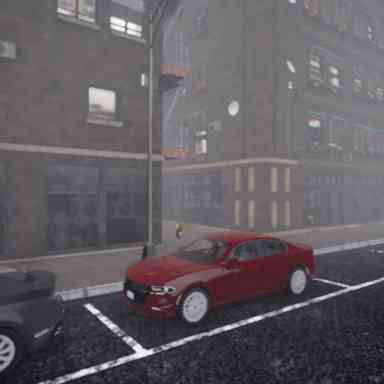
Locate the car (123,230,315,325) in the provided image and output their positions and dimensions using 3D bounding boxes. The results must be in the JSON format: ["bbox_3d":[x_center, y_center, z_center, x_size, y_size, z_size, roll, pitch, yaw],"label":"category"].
[{"bbox_3d":[0.763,1.552,7.102,4.507,1.381,1.887,0,0,-36],"label":"car"}]

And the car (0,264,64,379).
[{"bbox_3d":[-3.826,1.549,3.829,4.403,1.369,2.008,0,0,-36],"label":"car"}]
